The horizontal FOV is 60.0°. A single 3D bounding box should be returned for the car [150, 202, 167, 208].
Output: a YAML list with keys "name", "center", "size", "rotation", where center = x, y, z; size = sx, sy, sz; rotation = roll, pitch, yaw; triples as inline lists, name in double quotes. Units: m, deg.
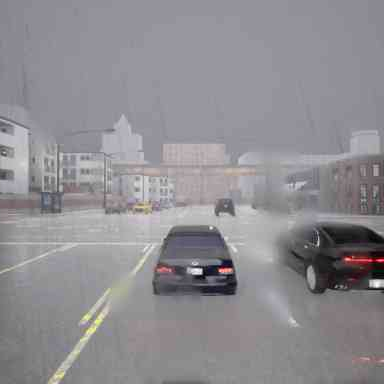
- name: "car"
  center: [-7.251, 2.817, 72.618]
  size: [1.895, 1.301, 4.718]
  rotation: [0, -1, 18]

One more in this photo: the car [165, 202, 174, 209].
- name: "car"
  center: [-5.379, 2.642, 63.727]
  size: [1.895, 1.301, 4.718]
  rotation: [0, -1, 7]

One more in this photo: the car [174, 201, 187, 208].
- name: "car"
  center: [-2.671, 2.763, 74.695]
  size: [1.837, 1.490, 4.892]
  rotation: [0, -1, 22]

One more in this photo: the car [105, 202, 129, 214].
- name: "car"
  center: [-10.132, 2.175, 44.473]
  size: [1.812, 1.442, 4.674]
  rotation: [0, -1, 3]

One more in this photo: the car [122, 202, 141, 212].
- name: "car"
  center: [-9.698, 2.360, 53.562]
  size: [1.812, 1.442, 4.674]
  rotation: [0, -1, 5]

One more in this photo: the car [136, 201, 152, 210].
- name: "car"
  center: [-8.989, 2.522, 62.568]
  size: [1.837, 1.490, 4.892]
  rotation: [0, -1, 6]

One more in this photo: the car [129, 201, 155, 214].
- name: "car"
  center: [-6.616, 2.132, 44.715]
  size: [1.882, 1.535, 5.008]
  rotation: [0, -1, 3]

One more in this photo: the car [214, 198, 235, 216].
- name: "car"
  center: [3.895, 1.784, 40.235]
  size: [2.150, 2.045, 5.566]
  rotation: [0, -1, 2]

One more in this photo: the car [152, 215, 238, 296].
- name: "car"
  center: [0.059, 1.589, 8.881]
  size: [2.033, 1.411, 5.357]
  rotation: [0, 0, 0]

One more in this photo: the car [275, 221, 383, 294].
- name: "car"
  center: [3.584, 1.546, 8.874]
  size: [1.837, 1.490, 4.892]
  rotation: [0, 0, 0]

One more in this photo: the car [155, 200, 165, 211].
- name: "car"
  center: [-6.144, 2.189, 53.686]
  size: [2.097, 1.767, 4.553]
  rotation: [0, -1, 4]
